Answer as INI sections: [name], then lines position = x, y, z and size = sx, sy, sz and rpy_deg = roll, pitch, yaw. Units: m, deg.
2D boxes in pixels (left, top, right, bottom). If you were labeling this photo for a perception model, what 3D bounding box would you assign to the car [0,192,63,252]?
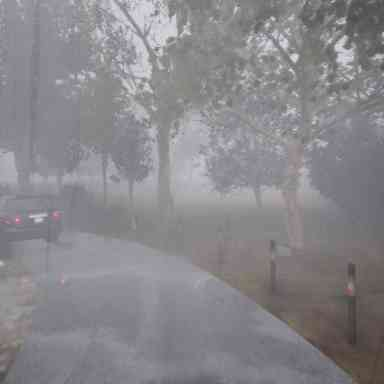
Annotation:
[car]
position = -7.461, 1.045, 13.693
size = 5.566, 2.045, 2.150
rpy_deg = 1, 5, 42
